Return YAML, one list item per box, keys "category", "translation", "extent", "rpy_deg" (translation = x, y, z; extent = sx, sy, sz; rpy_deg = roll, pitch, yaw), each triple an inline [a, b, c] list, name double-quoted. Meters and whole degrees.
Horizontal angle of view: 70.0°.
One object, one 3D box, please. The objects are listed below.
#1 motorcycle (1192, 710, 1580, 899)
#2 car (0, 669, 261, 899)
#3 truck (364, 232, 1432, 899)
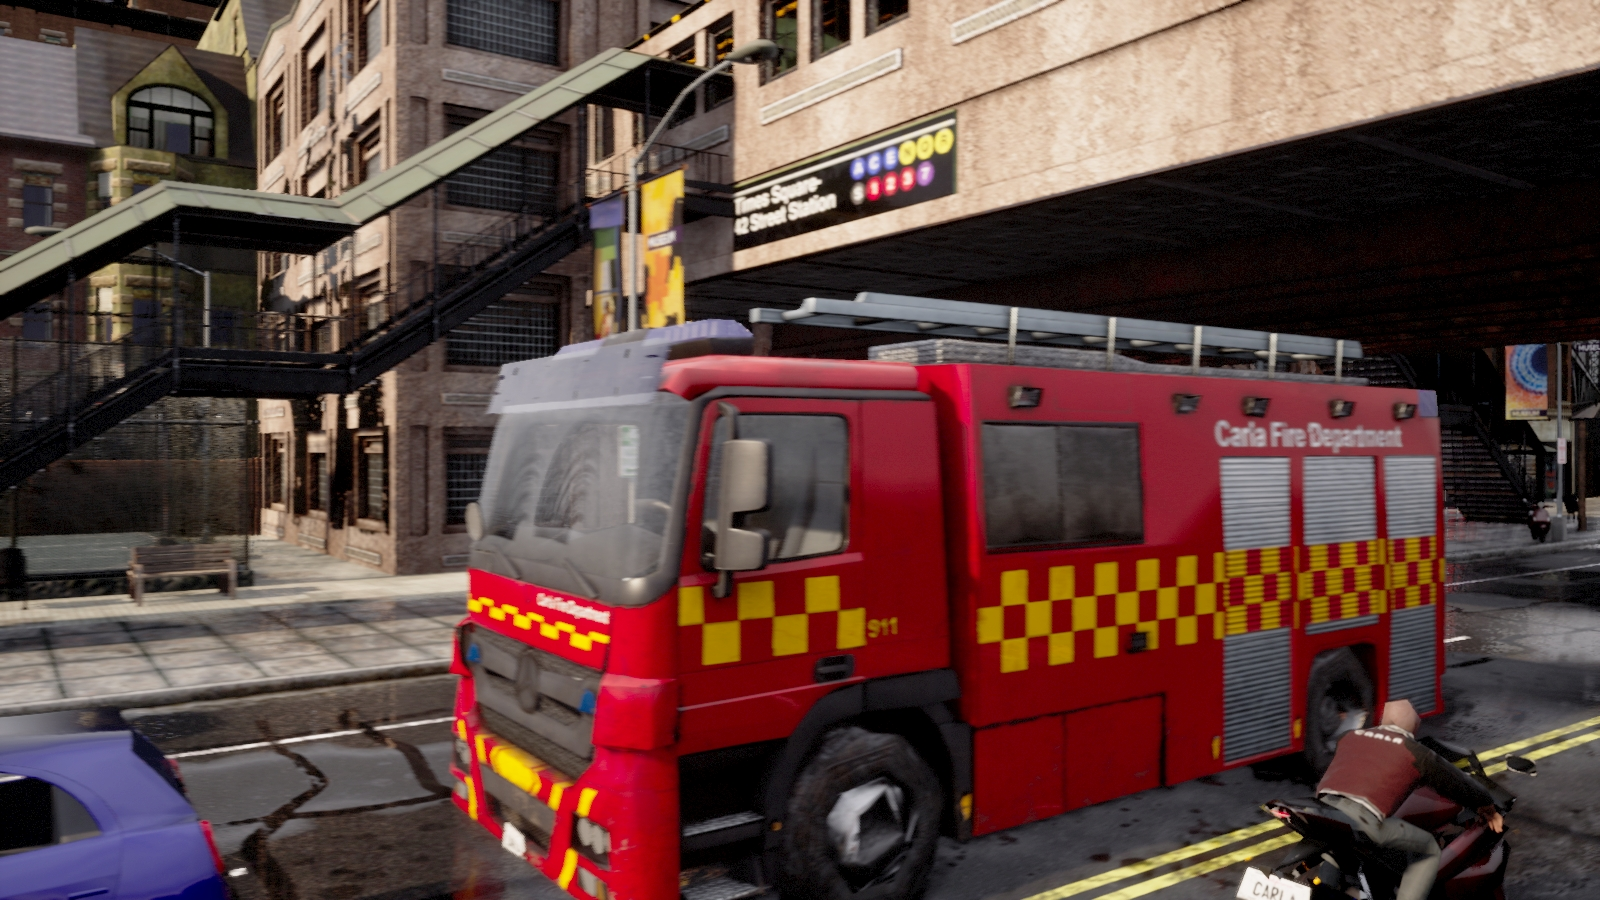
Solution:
- category: "motorcycle"
  translation: [3.099, 2.205, 5.952]
  extent: [2.209, 1.251, 0.867]
  rpy_deg: [0, 0, -35]
- category: "car"
  translation: [-4.473, 2.038, 4.921]
  extent: [3.633, 1.501, 1.845]
  rpy_deg: [0, 0, -35]
- category: "truck"
  translation: [1.346, 0.890, 8.978]
  extent: [8.468, 3.827, 2.891]
  rpy_deg: [0, 0, -35]
